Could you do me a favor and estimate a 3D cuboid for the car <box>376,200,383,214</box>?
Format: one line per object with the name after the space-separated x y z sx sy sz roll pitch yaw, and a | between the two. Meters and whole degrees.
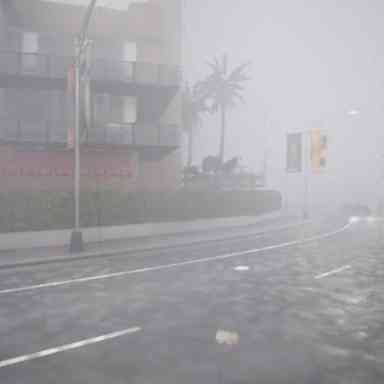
19.890 1.468 32.759 1.882 1.535 5.008 0 0 11 | car

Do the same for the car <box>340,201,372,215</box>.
16.521 1.573 33.687 1.895 1.301 4.718 0 0 10 | car
